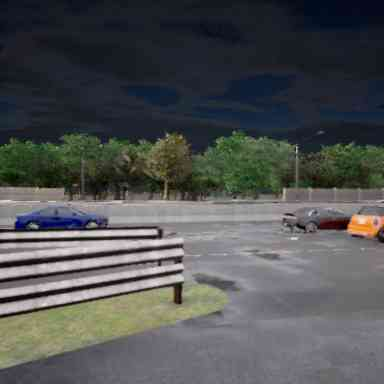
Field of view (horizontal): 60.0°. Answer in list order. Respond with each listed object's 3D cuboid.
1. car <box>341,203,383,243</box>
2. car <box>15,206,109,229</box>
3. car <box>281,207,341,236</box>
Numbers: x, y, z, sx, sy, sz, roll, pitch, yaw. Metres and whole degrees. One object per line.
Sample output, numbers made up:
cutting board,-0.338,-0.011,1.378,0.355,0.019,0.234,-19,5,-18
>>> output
car,9.886,1.403,15.796,4.553,1.767,2.097,0,-1,-13
car,-7.352,1.571,19.097,5.008,1.535,1.882,0,-1,-13
car,7.509,1.579,18.847,4.902,1.511,2.128,0,-1,-13
